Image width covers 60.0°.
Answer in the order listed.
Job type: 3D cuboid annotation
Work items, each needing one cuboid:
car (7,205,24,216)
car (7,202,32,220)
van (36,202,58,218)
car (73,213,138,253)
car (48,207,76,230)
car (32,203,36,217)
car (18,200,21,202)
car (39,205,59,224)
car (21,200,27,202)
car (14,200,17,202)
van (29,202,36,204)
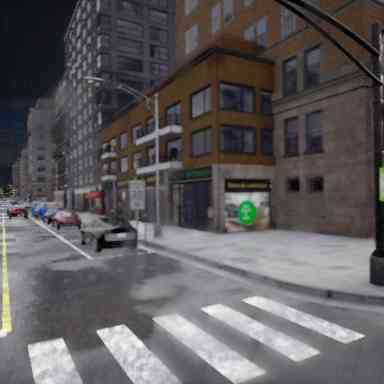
[{"bbox_3d":[-24.641,2.543,46.358,1.895,1.301,4.718,-1,-1,-30],"label":"car"},{"bbox_3d":[-19.447,2.250,37.302,1.837,1.490,4.892,-1,-1,-29],"label":"car"},{"bbox_3d":[-14.680,1.969,34.137,1.690,1.788,3.998,-1,-1,-30],"label":"van"},{"bbox_3d":[-3.802,1.797,14.965,1.947,1.339,4.313,-1,-1,-30],"label":"car"},{"bbox_3d":[-9.239,2.009,24.550,1.802,1.307,4.206,-1,-1,-30],"label":"car"},{"bbox_3d":[-17.396,2.281,38.928,2.008,1.369,4.403,-1,-1,-30],"label":"car"},{"bbox_3d":[-33.709,2.797,67.684,1.967,1.590,4.097,-1,-1,-30],"label":"car"},{"bbox_3d":[-11.958,2.093,29.343,1.947,1.339,4.313,-1,-1,-30],"label":"car"},{"bbox_3d":[-28.271,2.588,58.099,1.967,1.590,4.097,-1,-1,-30],"label":"car"},{"bbox_3d":[-41.866,2.984,82.064,2.192,1.841,5.009,-1,-1,-30],"label":"car"},{"bbox_3d":[-20.118,2.175,43.722,1.690,1.788,3.998,-1,-1,-30],"label":"van"}]
